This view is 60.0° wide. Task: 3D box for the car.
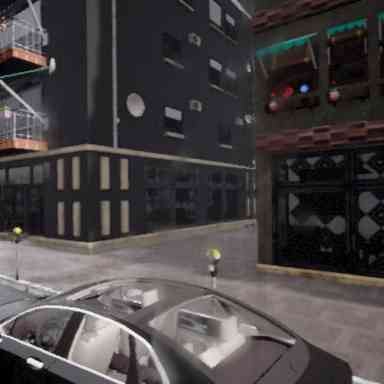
[{"bbox_3d":[-0.776,1.562,3.284,4.403,1.369,2.008,0,-1,36],"label":"car"}]
